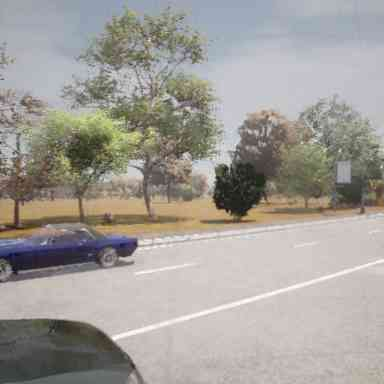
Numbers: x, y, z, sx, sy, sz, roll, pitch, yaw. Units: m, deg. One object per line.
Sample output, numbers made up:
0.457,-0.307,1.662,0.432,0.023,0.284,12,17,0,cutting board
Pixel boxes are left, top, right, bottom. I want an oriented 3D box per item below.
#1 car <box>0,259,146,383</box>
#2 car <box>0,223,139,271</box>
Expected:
-2.351,1.573,2.186,4.181,1.385,1.994,0,0,-35,car
-4.080,1.631,9.774,4.718,1.301,1.895,0,0,-37,car
